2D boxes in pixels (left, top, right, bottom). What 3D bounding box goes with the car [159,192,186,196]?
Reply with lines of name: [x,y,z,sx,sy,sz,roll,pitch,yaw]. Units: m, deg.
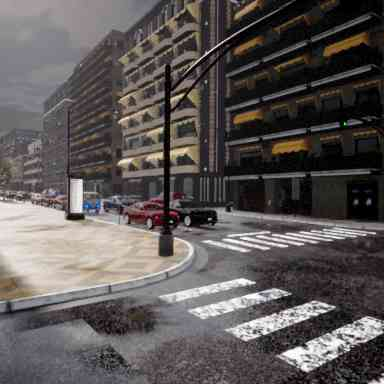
car: [-2.307,0.937,33.164,2.192,1.841,5.009,2,0,-36]

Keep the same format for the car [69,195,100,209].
car: [-11.826,1.039,36.369,1.895,1.301,4.718,1,0,-36]

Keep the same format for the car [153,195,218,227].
car: [-0.419,1.217,20.723,1.882,1.535,5.008,1,0,-35]

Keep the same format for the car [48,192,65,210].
car: [-12.412,0.997,32.787,1.887,1.381,4.507,2,0,-36]

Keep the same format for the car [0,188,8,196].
car: [-42.419,-0.022,73.909,2.192,1.841,5.009,2,0,-36]

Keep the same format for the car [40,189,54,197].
car: [-32.324,0.272,74.286,1.967,1.590,4.097,2,0,-36]

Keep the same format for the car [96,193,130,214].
car: [-6.004,1.083,28.382,2.128,1.511,4.902,1,0,-36]

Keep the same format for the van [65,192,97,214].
van: [-9.071,0.881,28.218,1.690,1.788,3.998,2,0,-36]

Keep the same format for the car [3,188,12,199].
car: [-32.421,0.471,60.202,1.887,1.381,4.507,2,0,-36]

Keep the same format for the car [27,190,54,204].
car: [-18.981,0.805,41.788,1.752,1.417,4.829,2,0,-36]

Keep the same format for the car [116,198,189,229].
car: [-2.408,1.261,19.080,1.887,1.381,4.507,2,0,-36]

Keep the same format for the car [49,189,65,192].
car: [-17.683,0.635,44.462,2.097,1.767,4.553,1,0,-36]

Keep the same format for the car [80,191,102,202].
car: [-15.650,0.711,51.441,1.967,1.590,4.097,2,0,-36]

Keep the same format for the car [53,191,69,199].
car: [-25.757,0.530,65.286,1.752,1.417,4.829,2,0,-36]

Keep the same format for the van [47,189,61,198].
van: [-28.986,0.261,69.717,1.690,1.788,3.998,2,0,-36]

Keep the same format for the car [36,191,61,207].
car: [-15.747,0.909,37.356,1.887,1.381,4.507,2,0,-36]

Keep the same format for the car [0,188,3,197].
car: [-39.091,0.301,69.339,2.008,1.369,4.403,2,0,-36]

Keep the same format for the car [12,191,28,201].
car: [-25.748,0.542,51.063,1.967,1.590,4.097,2,0,-36]
